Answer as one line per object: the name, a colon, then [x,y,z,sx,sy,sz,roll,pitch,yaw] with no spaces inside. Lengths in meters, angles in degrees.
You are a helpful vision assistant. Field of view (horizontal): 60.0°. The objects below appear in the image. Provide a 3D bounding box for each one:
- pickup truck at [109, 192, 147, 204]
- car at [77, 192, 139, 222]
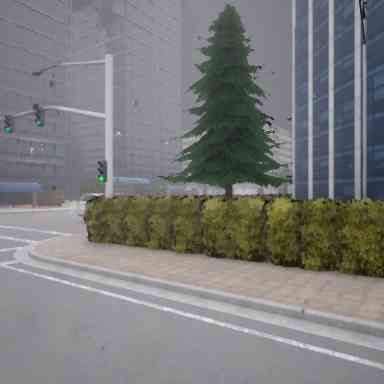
pickup truck: [-11.344,1.057,58.796,6.274,2.098,2.390,0,0,-24]
car: [-6.016,1.127,25.358,2.150,2.045,5.566,0,0,35]
